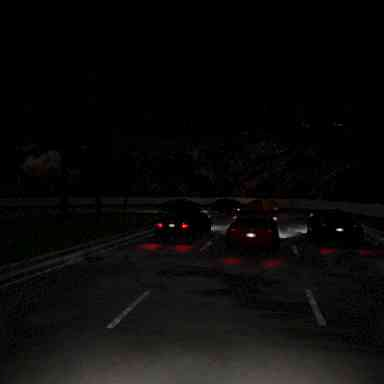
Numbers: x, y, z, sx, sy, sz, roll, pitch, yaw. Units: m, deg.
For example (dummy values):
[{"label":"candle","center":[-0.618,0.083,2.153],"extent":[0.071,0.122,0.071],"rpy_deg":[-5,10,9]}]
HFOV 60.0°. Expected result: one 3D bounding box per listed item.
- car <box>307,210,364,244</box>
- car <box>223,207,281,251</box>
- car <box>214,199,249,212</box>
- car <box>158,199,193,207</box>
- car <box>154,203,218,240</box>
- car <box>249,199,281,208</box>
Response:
[{"label":"car","center":[6.673,1.547,15.834],"extent":[1.994,1.385,4.181],"rpy_deg":[0,0,14]},{"label":"car","center":[2.650,1.549,14.123],"extent":[1.994,1.385,4.181],"rpy_deg":[0,0,14]},{"label":"car","center":[3.288,1.465,34.182],"extent":[1.837,1.490,4.892],"rpy_deg":[1,-1,-29]},{"label":"car","center":[-1.583,1.440,34.465],"extent":[5.008,1.535,1.882],"rpy_deg":[0,-1,45]},{"label":"car","center":[-0.259,1.528,17.006],"extent":[2.033,1.411,5.357],"rpy_deg":[0,0,14]},{"label":"car","center":[7.060,1.440,34.324],"extent":[1.882,1.535,5.008],"rpy_deg":[0,0,-24]}]
